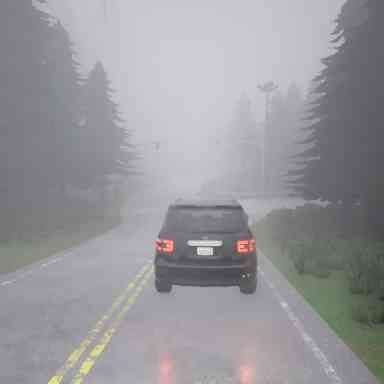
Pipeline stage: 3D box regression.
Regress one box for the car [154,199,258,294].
[{"bbox_3d":[0.381,1.193,8.897,2.150,2.045,5.566,0,0,3],"label":"car"}]
